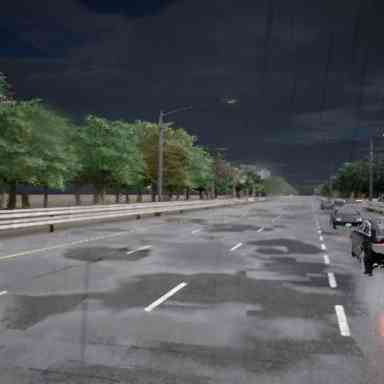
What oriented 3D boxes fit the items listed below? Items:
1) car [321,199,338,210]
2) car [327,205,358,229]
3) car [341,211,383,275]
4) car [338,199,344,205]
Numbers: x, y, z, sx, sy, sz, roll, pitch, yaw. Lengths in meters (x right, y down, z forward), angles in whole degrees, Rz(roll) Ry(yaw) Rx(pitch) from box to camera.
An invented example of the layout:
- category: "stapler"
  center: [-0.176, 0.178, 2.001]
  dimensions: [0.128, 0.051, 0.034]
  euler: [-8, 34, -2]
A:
- category: "car"
  center: [20.834, 1.938, 50.879]
  dimensions: [2.128, 1.511, 4.902]
  euler: [0, 0, 23]
- category: "car"
  center: [10.753, 1.816, 23.285]
  dimensions: [1.895, 1.301, 4.718]
  euler: [0, 0, 20]
- category: "car"
  center: [6.164, 1.598, 10.441]
  dimensions: [2.128, 1.511, 4.902]
  euler: [0, 0, 20]
- category: "car"
  center: [28.661, 2.071, 65.570]
  dimensions: [1.882, 1.535, 5.008]
  euler: [0, 0, 34]
